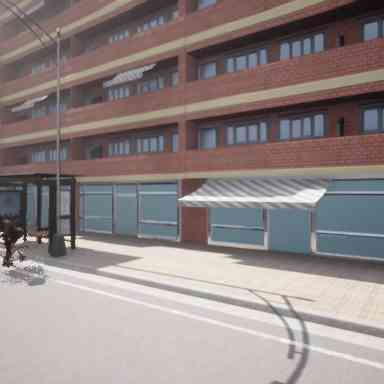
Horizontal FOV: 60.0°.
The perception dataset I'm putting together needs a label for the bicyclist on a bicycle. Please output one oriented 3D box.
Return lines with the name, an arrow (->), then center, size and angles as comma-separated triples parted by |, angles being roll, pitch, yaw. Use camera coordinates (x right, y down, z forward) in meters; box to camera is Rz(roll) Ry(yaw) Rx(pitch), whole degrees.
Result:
bicyclist on a bicycle -> -5.109, 1.423, 9.076 | 0.582, 1.620, 1.656 | 0, 1, 35
